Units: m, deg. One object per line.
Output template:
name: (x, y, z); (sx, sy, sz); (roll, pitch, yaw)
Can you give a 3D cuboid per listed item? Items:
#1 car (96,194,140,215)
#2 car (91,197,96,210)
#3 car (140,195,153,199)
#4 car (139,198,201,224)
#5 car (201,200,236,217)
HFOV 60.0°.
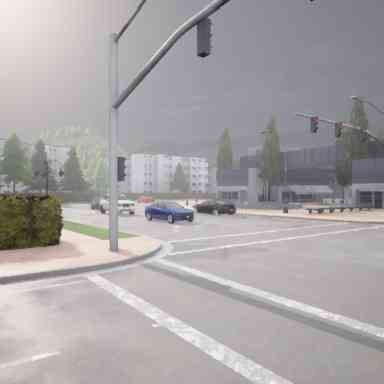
car: (-7.601, 1.222, 33.554); (2.150, 2.045, 5.566); (0, 0, -32)
car: (-11.915, 1.352, 42.940); (2.097, 1.767, 4.553); (0, 0, -17)
car: (-9.288, 1.352, 68.133); (2.097, 1.767, 4.553); (0, 0, 15)
car: (-1.792, 1.478, 25.376); (1.882, 1.535, 5.008); (0, 0, -37)
car: (2.071, 1.477, 31.978); (1.882, 1.535, 5.008); (0, 0, -38)
